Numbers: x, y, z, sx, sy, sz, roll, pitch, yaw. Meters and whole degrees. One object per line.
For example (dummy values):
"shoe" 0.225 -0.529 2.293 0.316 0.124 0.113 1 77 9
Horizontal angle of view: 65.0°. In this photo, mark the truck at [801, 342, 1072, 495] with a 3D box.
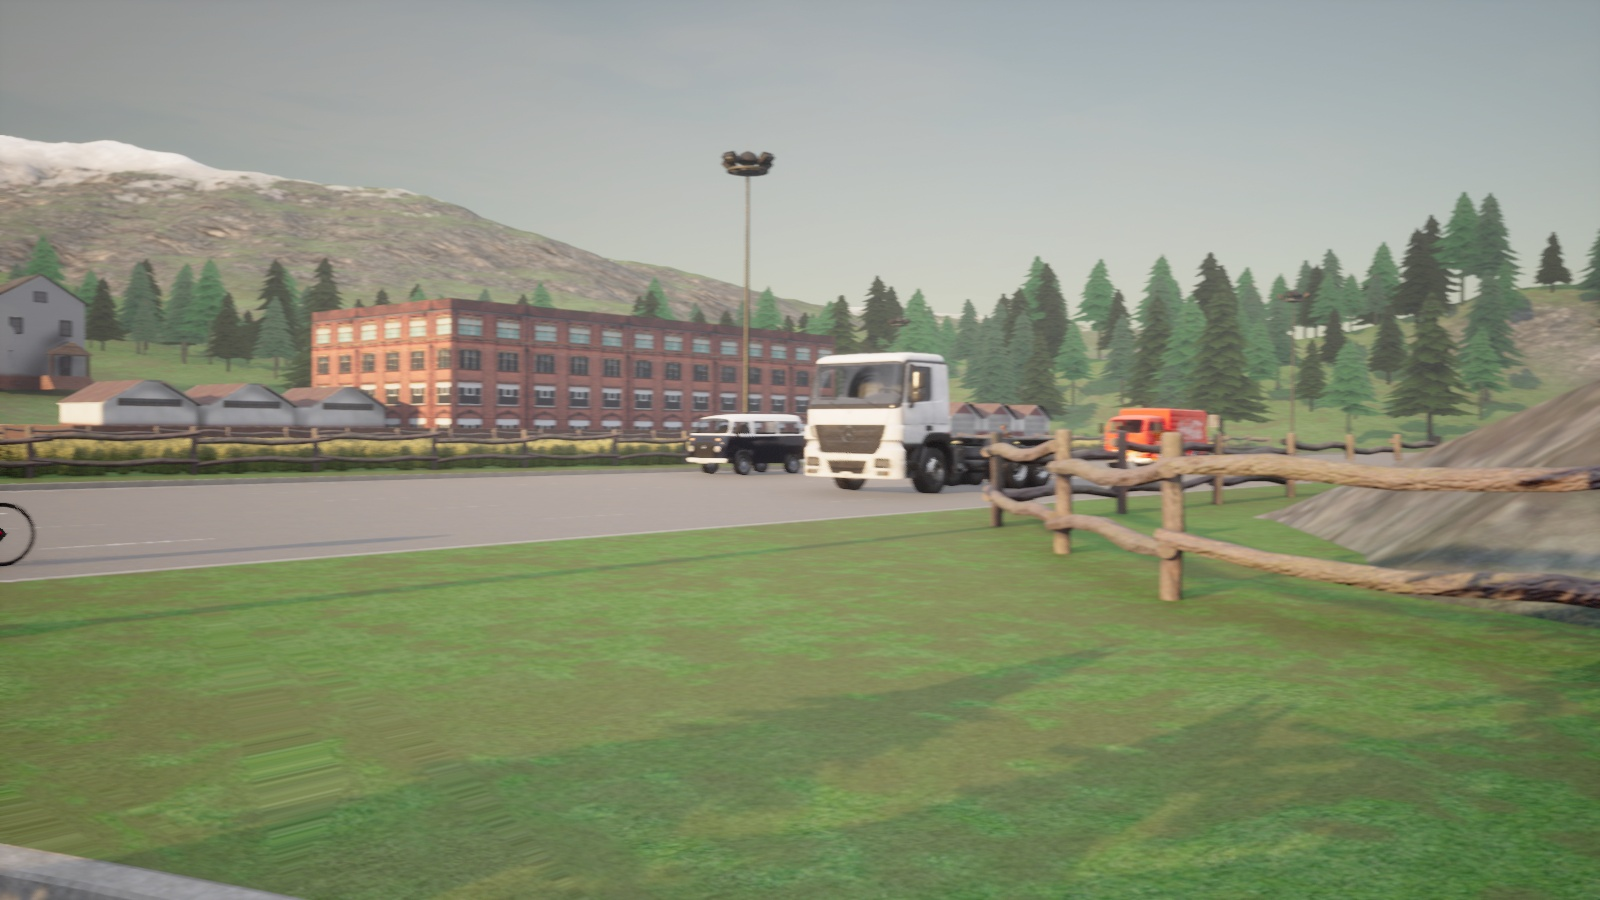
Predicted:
"truck" 3.737 -0.780 32.314 2.891 3.462 7.936 0 1 41

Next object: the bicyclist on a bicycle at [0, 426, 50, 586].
"bicyclist on a bicycle" -8.577 0.578 12.620 0.582 1.620 1.656 0 1 41

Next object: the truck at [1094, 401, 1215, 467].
"truck" 14.059 -0.650 49.563 2.627 2.467 5.204 0 1 41

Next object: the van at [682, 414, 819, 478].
"van" -1.601 -0.171 42.197 2.069 2.038 4.480 0 1 41
